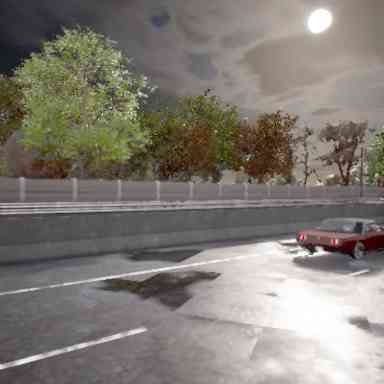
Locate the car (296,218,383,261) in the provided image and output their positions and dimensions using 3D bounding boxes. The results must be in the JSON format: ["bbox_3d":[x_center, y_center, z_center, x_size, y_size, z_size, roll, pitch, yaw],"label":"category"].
[{"bbox_3d":[6.127,1.641,12.496,4.718,1.301,1.895,0,0,-35],"label":"car"}]
